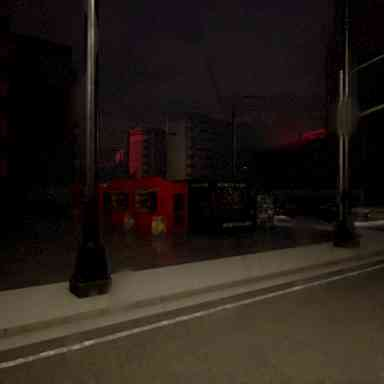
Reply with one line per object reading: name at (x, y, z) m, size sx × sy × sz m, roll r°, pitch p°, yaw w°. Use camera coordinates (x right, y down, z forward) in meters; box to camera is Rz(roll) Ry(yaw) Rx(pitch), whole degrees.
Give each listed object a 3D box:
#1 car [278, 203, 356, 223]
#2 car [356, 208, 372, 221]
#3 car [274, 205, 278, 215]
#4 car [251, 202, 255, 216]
car at (10.130, 1.701, 27.421) m, size 2.033 × 1.411 × 5.357 m, roll 0°, pitch -1°, yaw -38°
car at (13.191, 1.685, 29.195) m, size 1.812 × 1.442 × 4.674 m, roll 0°, pitch -1°, yaw -36°
car at (7.881, 1.769, 36.554) m, size 1.837 × 1.490 × 4.892 m, roll 0°, pitch -1°, yaw -36°
car at (4.572, 1.794, 35.155) m, size 1.812 × 1.442 × 4.674 m, roll 0°, pitch -1°, yaw -36°
